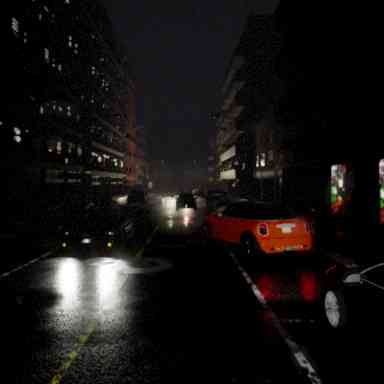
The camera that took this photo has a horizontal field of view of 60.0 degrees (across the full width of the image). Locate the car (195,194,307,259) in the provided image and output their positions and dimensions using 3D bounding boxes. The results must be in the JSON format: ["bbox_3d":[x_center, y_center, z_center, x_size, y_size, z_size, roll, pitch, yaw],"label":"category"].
[{"bbox_3d":[2.029,1.111,11.888,2.097,1.767,4.553,0,1,-22],"label":"car"}]

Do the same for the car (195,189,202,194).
[{"bbox_3d":[1.541,0.419,57.399,2.008,1.369,4.403,-1,1,-1],"label":"car"}]

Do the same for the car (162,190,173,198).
[{"bbox_3d":[-4.177,0.351,59.198,1.837,1.490,4.892,0,1,-1],"label":"car"}]

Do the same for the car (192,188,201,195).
[{"bbox_3d":[1.088,-0.126,80.128,1.967,1.590,4.097,-1,1,-1],"label":"car"}]

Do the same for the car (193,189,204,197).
[{"bbox_3d":[1.315,0.195,68.765,1.887,1.381,4.507,-1,1,-1],"label":"car"}]

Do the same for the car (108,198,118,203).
[{"bbox_3d":[-6.160,1.097,23.142,1.947,1.339,4.313,-1,1,-1],"label":"car"}]

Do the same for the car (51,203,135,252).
[{"bbox_3d":[-3.347,1.309,12.446,1.994,1.385,4.181,0,1,-1],"label":"car"}]

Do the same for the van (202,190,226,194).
[{"bbox_3d":[2.103,0.762,28.983,1.690,1.788,3.998,-1,1,-1],"label":"van"}]

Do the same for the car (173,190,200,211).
[{"bbox_3d":[-0.530,0.889,30.846,1.837,1.490,4.892,0,1,-1],"label":"car"}]

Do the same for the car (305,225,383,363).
[{"bbox_3d":[3.075,1.429,3.649,1.837,1.490,4.892,0,1,-1],"label":"car"}]

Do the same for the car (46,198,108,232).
[{"bbox_3d":[-6.047,1.210,17.460,1.947,1.339,4.313,-1,1,-1],"label":"car"}]

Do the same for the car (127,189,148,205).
[{"bbox_3d":[-6.502,0.512,40.185,2.192,1.841,5.009,-1,1,-1],"label":"car"}]
